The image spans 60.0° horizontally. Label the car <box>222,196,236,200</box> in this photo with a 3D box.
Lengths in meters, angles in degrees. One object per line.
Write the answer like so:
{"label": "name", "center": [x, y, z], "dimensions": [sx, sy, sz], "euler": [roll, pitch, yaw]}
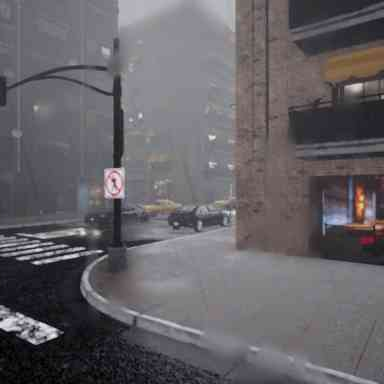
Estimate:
{"label": "car", "center": [5.038, 1.156, 33.900], "dimensions": [1.994, 1.385, 4.181], "euler": [0, 1, 36]}

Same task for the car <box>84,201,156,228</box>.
{"label": "car", "center": [-4.550, 1.359, 20.661], "dimensions": [1.994, 1.385, 4.181], "euler": [0, 1, 36]}

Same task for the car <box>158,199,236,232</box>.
{"label": "car", "center": [0.487, 1.327, 18.366], "dimensions": [2.008, 1.369, 4.403], "euler": [1, 1, 36]}

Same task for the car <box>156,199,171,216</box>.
{"label": "car", "center": [-2.691, 1.242, 27.418], "dimensions": [1.752, 1.417, 4.829], "euler": [1, 1, 36]}

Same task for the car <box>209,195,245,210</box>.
{"label": "car", "center": [3.958, 1.101, 36.606], "dimensions": [1.752, 1.417, 4.829], "euler": [1, 1, 36]}
